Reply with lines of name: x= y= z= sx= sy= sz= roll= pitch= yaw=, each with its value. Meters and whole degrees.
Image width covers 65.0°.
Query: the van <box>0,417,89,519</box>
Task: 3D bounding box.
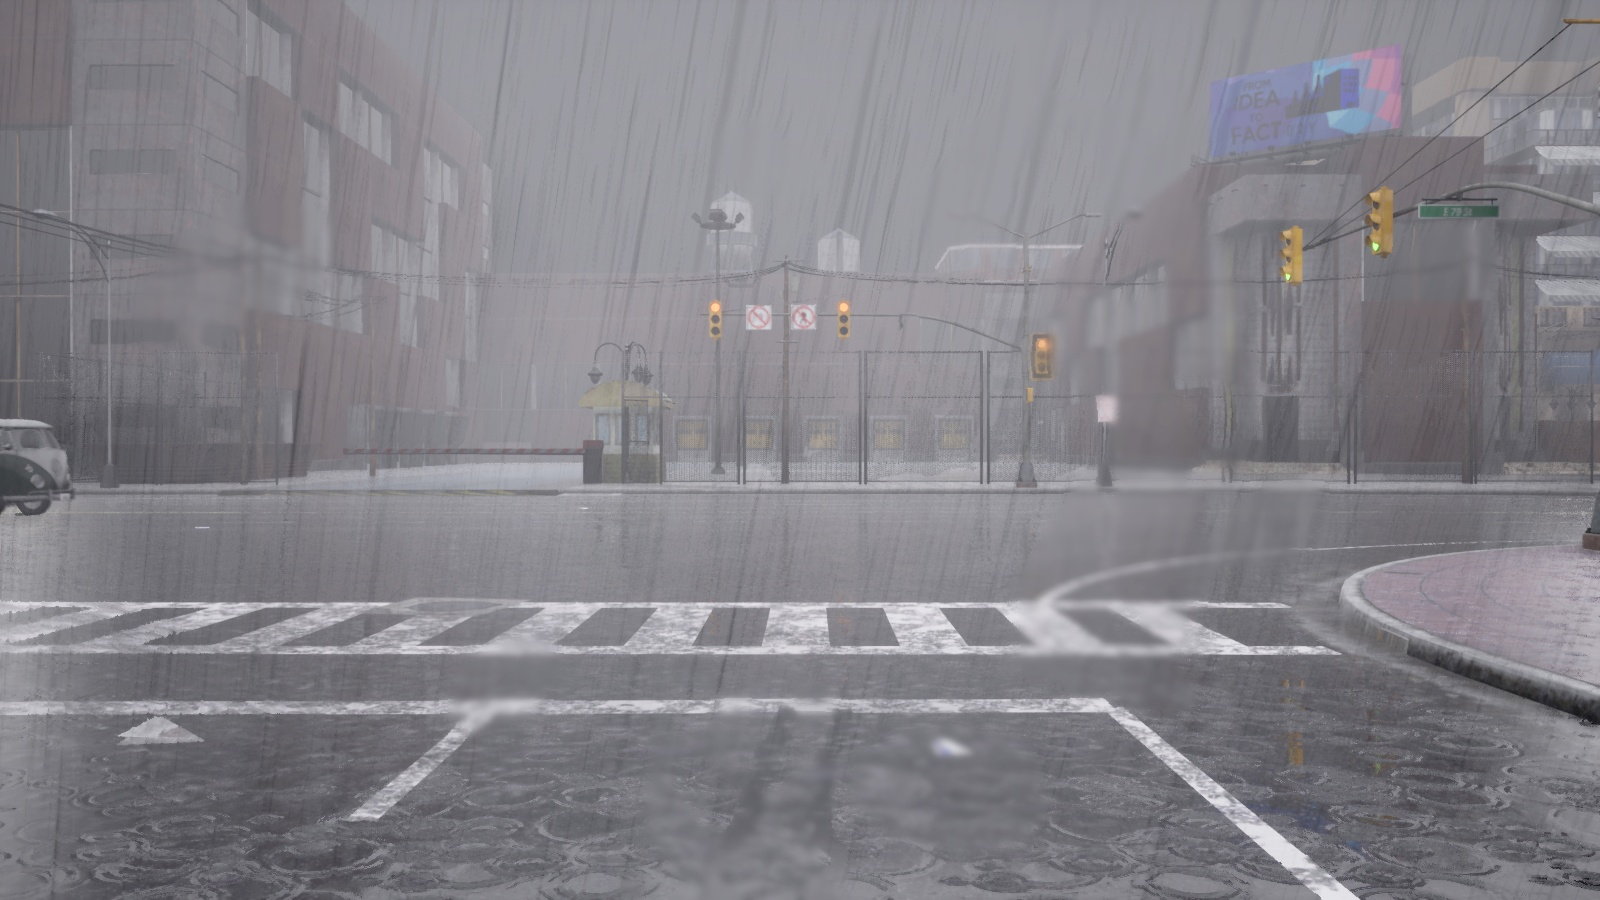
van: x=-17.099 y=0.342 z=25.373 sx=4.442 sy=1.987 sz=1.775 roll=0 pitch=0 yaw=0
